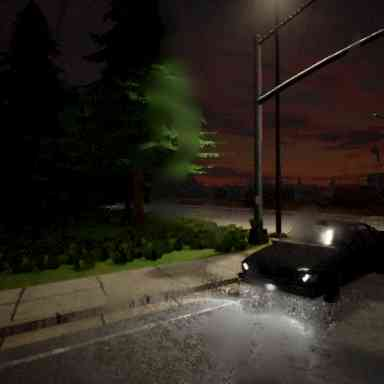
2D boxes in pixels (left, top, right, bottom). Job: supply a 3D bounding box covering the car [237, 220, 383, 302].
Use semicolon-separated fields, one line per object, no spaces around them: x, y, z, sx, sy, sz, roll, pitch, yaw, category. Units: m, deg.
3.443;1.447;8.355;5.357;1.411;2.033;-1;0;-44;car
